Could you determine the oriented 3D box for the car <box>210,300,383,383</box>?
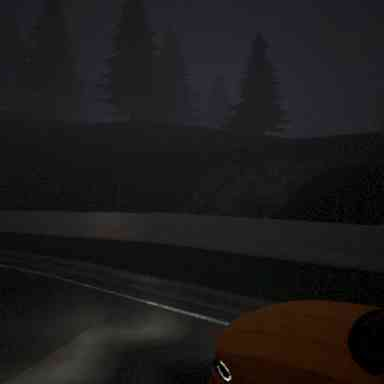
[{"bbox_3d":[2.463,1.485,2.252,5.008,1.535,1.882,0,0,35],"label":"car"}]
